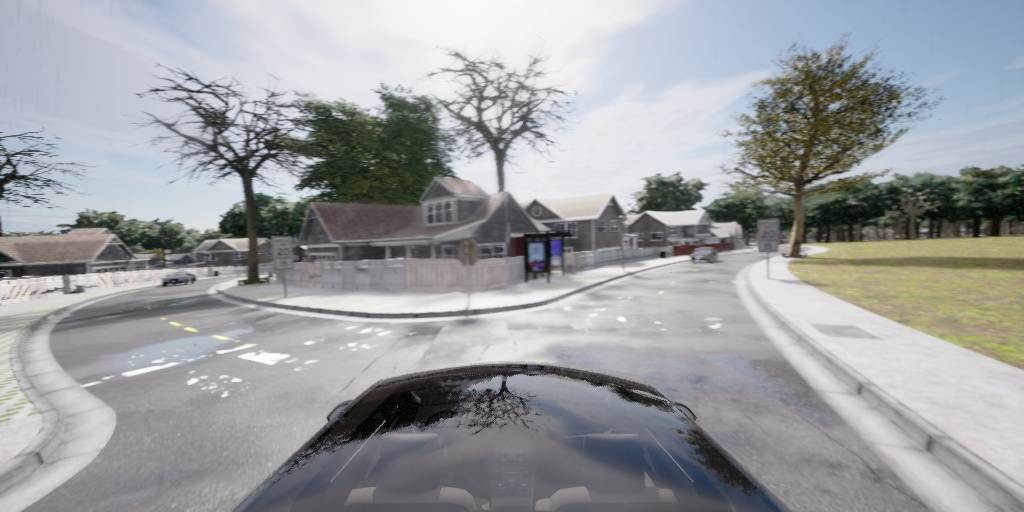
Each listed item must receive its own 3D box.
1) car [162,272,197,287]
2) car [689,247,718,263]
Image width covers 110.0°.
[{"bbox_3d":[-34.736,2.355,37.522,1.994,1.385,4.181,-4,1,-29],"label":"car"},{"bbox_3d":[19.299,-0.118,35.981,2.128,1.511,4.902,0,2,40],"label":"car"}]
